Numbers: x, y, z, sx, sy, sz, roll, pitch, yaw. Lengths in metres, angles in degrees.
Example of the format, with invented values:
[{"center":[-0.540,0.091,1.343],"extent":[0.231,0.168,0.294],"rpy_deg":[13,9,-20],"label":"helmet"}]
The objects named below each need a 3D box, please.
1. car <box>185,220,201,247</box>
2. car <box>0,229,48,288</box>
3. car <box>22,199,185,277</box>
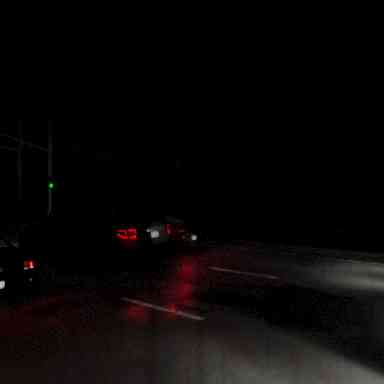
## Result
[{"center":[-1.789,1.554,13.841],"extent":[4.674,1.442,1.812],"rpy_deg":[0,0,36],"label":"car"},{"center":[-5.755,1.628,8.072],"extent":[4.718,1.301,1.895],"rpy_deg":[0,0,36],"label":"car"},{"center":[-3.183,1.247,10.537],"extent":[5.566,2.045,2.150],"rpy_deg":[0,0,35],"label":"car"}]
